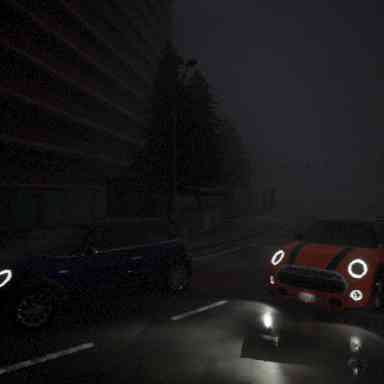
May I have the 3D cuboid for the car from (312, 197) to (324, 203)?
[{"bbox_3d":[30.840,1.974,82.477,1.895,1.301,4.718,0,0,14],"label":"car"}]

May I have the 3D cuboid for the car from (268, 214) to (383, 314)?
[{"bbox_3d":[3.668,1.388,7.920,2.097,1.767,4.553,-1,0,42],"label":"car"}]

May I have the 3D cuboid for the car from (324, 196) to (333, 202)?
[{"bbox_3d":[35.735,1.869,87.573,1.882,1.535,5.008,0,0,14],"label":"car"}]

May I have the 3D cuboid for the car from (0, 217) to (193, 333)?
[{"bbox_3d":[-2.187,1.403,7.101,4.553,1.767,2.097,0,-1,-42],"label":"car"}]
